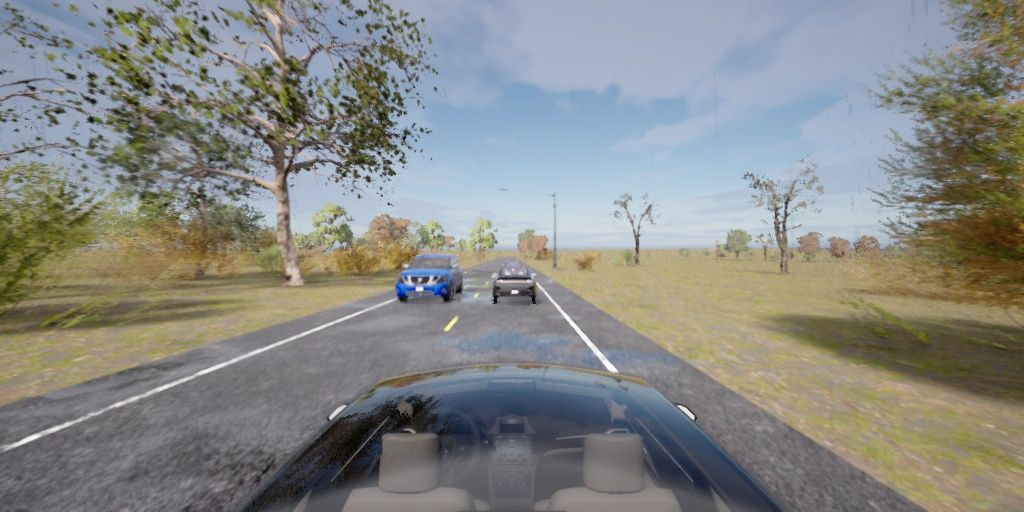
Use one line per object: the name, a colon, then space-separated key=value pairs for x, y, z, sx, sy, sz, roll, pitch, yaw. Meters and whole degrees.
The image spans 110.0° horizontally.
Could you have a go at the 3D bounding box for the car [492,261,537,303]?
car: x=0.104 y=1.187 z=16.347 sx=2.128 sy=1.511 sz=4.902 roll=0 pitch=0 yaw=0

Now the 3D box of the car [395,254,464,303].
car: x=-3.597 y=0.914 z=16.694 sx=2.150 sy=2.045 sz=5.566 roll=0 pitch=0 yaw=0
